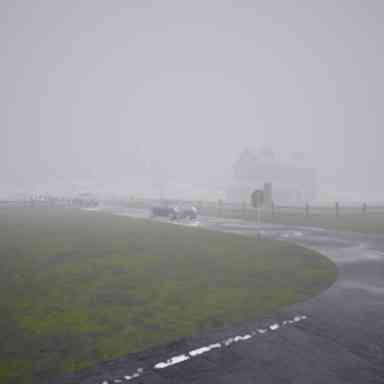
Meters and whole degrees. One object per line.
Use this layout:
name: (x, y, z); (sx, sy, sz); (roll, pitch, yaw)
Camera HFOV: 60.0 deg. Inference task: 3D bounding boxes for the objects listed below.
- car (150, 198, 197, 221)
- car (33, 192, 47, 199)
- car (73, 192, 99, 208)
car: (-1.540, 1.299, 26.495); (2.097, 1.767, 4.553); (1, 0, -35)
car: (-36.161, 1.015, 80.511); (2.128, 1.511, 4.902); (1, 0, -35)
car: (-14.350, 1.017, 44.721); (2.150, 2.045, 5.566); (1, 0, -35)
